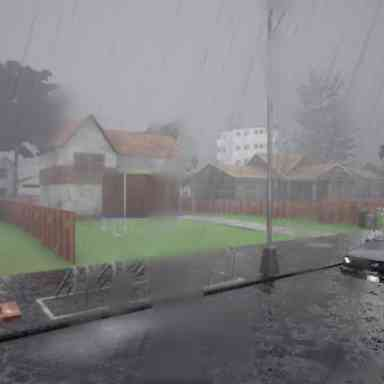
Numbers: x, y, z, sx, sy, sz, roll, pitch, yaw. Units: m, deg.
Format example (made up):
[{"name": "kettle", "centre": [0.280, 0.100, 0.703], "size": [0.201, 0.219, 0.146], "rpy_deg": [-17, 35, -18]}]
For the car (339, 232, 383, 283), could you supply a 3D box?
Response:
[{"name": "car", "centre": [6.263, 1.571, 9.032], "size": [5.357, 1.411, 2.033], "rpy_deg": [0, 0, -35]}]
